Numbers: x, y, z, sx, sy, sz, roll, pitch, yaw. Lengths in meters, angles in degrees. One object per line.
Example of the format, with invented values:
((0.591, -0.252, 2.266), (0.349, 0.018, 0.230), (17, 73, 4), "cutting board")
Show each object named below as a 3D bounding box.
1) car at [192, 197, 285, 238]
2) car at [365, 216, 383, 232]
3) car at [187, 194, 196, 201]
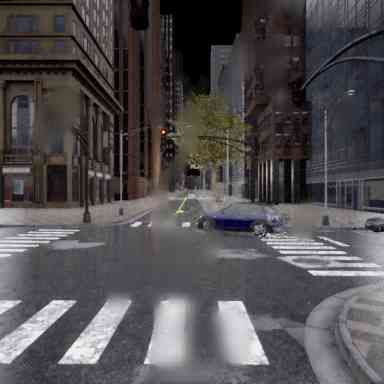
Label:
((2.578, 1.356, 18.021), (4.553, 1.767, 2.097), (1, 0, 34), "car")
((11.913, 1.634, 18.364), (4.403, 1.369, 2.008), (0, 0, 0), "car")
((-0.031, 1.119, 70.753), (1.812, 1.442, 4.674), (0, 1, 0), "car")
